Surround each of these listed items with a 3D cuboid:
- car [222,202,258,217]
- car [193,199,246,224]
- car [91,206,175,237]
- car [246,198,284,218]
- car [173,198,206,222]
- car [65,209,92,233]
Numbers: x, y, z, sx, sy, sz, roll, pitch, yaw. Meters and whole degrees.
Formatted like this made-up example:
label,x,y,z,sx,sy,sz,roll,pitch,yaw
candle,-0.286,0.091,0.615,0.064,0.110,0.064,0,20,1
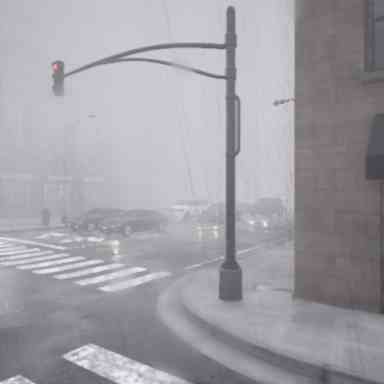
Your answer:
label,x,y,z,sx,sy,sz,roll,pitch,yaw
car,5.730,1.954,38.946,2.128,1.511,4.902,0,0,36
car,2.439,1.733,28.766,2.097,1.767,4.553,0,0,36
car,-3.473,1.799,20.491,1.837,1.490,4.892,0,0,36
car,8.440,1.692,37.150,2.150,2.045,5.566,0,0,36
car,-0.254,1.595,30.595,2.150,2.045,5.566,0,0,35
car,-6.122,1.792,22.373,1.837,1.490,4.892,0,0,36
